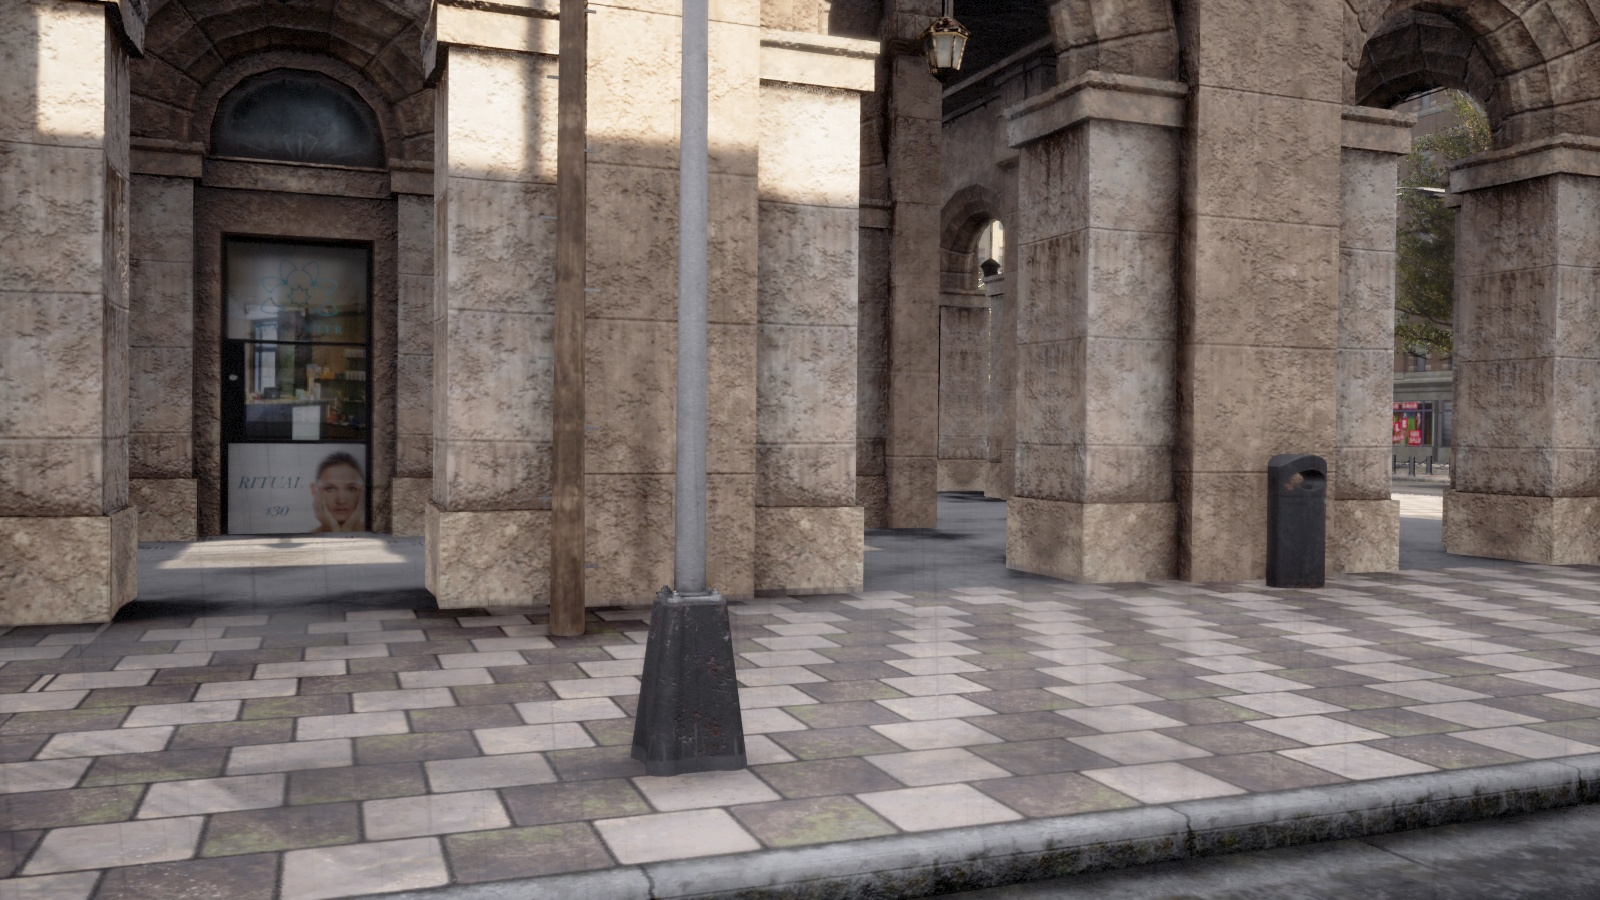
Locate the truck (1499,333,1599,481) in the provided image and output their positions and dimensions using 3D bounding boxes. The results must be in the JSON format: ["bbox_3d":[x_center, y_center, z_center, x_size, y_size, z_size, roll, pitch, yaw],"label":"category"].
[{"bbox_3d":[22.478,-1.127,31.812,2.891,3.827,8.468,-1,1,-21],"label":"truck"}]

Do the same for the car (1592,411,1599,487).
[{"bbox_3d":[20.346,-0.014,27.671,2.097,1.767,4.553,-1,1,-20],"label":"car"}]
